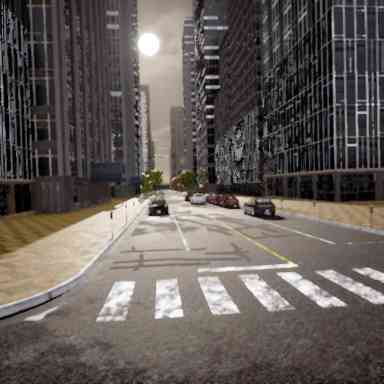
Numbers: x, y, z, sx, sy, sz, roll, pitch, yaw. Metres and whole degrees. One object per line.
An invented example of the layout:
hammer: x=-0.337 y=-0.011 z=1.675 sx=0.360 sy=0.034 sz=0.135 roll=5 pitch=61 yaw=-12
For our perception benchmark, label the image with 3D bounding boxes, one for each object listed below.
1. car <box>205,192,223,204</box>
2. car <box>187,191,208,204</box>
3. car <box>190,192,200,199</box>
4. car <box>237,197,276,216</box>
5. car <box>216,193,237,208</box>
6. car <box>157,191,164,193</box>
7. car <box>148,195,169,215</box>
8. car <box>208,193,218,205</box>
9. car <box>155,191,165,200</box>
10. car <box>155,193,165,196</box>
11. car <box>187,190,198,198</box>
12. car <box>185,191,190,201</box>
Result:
car: x=3.167 y=0.827 z=48.722 sx=1.967 sy=1.590 sz=4.097 roll=-3 pitch=1 yaw=-5
car: x=0.804 y=0.992 z=48.013 sx=1.812 sy=1.442 sz=4.674 roll=-2 pitch=1 yaw=-5
car: x=0.582 y=0.763 z=76.847 sx=1.802 sy=1.307 sz=4.206 roll=-3 pitch=1 yaw=-5
car: x=5.245 y=1.109 z=26.224 sx=2.008 sy=1.369 sz=4.403 roll=-3 pitch=1 yaw=-5
car: x=4.210 y=1.053 z=37.473 sx=1.802 sy=1.307 sz=4.206 roll=-3 pitch=1 yaw=-5
car: x=-6.709 y=1.020 z=70.475 sx=2.008 sy=1.369 sz=4.403 roll=-3 pitch=1 yaw=-5
car: x=-3.080 y=1.329 z=31.104 sx=1.947 sy=1.339 sz=4.313 roll=-3 pitch=1 yaw=-5
car: x=3.690 y=0.973 z=43.098 sx=1.887 sy=1.381 sz=4.507 roll=-3 pitch=1 yaw=-5
car: x=-7.238 y=0.745 z=76.097 sx=2.192 sy=1.841 sz=5.009 roll=-3 pitch=1 yaw=-5
car: x=-4.103 y=1.204 z=42.184 sx=1.752 sy=1.417 sz=4.829 roll=-3 pitch=1 yaw=-5
car: x=0.051 y=0.456 z=82.469 sx=2.192 sy=1.841 sz=5.009 roll=-3 pitch=1 yaw=-5
car: x=-0.109 y=0.957 z=57.893 sx=1.994 sy=1.385 sz=4.181 roll=-2 pitch=1 yaw=-5
